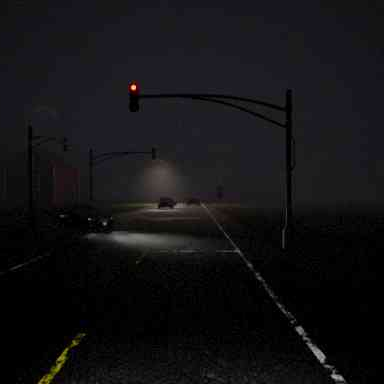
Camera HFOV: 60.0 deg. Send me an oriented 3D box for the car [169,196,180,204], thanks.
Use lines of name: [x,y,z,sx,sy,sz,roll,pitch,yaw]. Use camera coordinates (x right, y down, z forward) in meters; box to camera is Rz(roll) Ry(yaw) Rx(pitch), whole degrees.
car: [-3.433,1.536,64.992,1.895,1.301,4.718,0,0,1]

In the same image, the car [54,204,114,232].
car: [-6.586,1.472,20.079,4.902,1.511,2.128,1,0,43]

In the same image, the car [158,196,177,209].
car: [-3.513,1.443,45.201,1.882,1.535,5.008,0,0,0]

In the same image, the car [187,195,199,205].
car: [0.198,1.425,57.586,1.882,1.535,5.008,0,0,0]

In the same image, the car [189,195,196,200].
car: [0.147,1.440,86.669,1.994,1.385,4.181,0,0,0]

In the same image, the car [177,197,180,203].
car: [-3.487,1.477,55.064,1.812,1.442,4.674,0,0,1]
